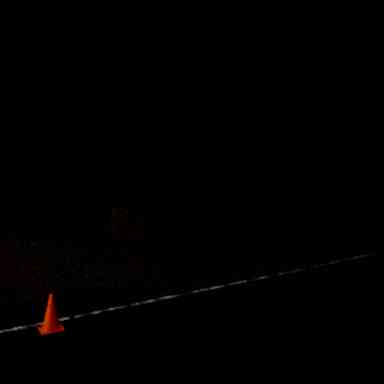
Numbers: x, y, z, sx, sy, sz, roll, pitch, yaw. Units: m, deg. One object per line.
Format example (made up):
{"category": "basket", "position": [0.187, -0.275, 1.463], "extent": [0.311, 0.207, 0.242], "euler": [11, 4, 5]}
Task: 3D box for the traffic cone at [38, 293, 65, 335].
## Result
{"category": "traffic cone", "position": [-2.311, 1.970, 5.477], "extent": [0.340, 0.580, 0.340], "euler": [1, 0, -36]}
